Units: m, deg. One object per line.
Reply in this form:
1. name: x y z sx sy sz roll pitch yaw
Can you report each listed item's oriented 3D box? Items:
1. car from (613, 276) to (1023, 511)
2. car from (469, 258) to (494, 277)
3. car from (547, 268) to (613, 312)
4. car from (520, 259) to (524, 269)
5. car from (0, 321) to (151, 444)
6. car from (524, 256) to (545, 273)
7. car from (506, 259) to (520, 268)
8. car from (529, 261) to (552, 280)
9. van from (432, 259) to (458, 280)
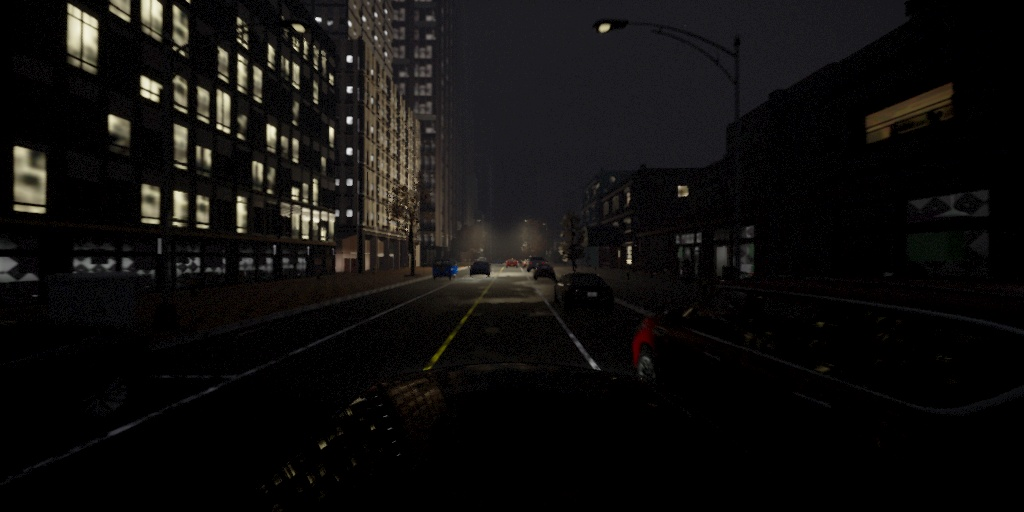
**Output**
1. car: 2.690 1.065 3.025 2.192 1.841 5.009 0 0 0
2. car: -3.099 1.243 35.834 1.882 1.535 5.008 0 0 0
3. car: 2.687 1.320 14.099 1.948 1.339 4.313 0 0 0
4. car: 2.676 1.227 58.395 1.967 1.591 4.097 0 0 0
5. car: -5.690 1.316 3.025 1.948 1.339 4.313 0 0 0
6. car: 2.988 0.999 45.211 2.150 2.045 5.566 0 0 0
7. car: -0.015 1.266 59.932 1.882 1.535 5.008 0 0 0
8. car: 2.683 1.344 30.710 1.802 1.307 4.207 0 0 0
9. van: -5.698 1.103 30.710 1.690 1.789 3.998 0 0 0
